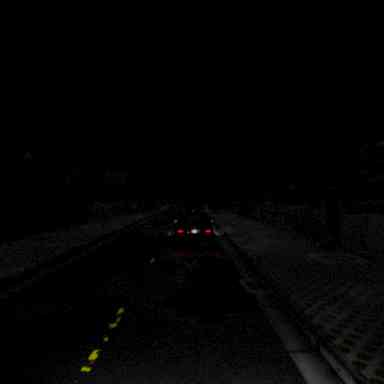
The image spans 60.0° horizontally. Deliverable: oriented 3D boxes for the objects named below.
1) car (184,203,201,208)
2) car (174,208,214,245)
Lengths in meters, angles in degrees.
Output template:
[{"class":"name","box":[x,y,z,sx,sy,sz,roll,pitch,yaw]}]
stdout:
[{"class":"car","box":[0.102,2.112,41.650,2.128,1.511,4.902,0,-1,0]},{"class":"car","box":[0.099,1.767,16.645,2.033,1.411,5.357,0,-1,0]}]
